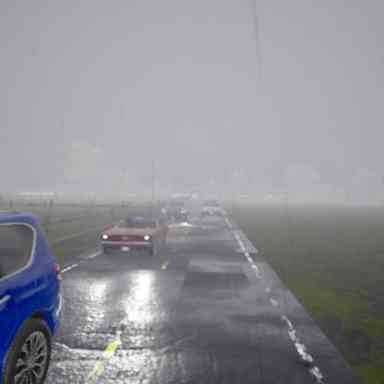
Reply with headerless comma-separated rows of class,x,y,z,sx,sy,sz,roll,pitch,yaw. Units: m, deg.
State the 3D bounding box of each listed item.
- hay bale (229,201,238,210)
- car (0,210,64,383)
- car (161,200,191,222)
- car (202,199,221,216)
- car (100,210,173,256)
hay bale,5.834,1.872,46.886,1.220,1.180,1.240,1,0,3
car,-2.779,1.202,1.993,2.150,2.045,5.566,1,0,3
car,-1.282,1.438,27.356,2.097,1.767,4.553,1,0,4
car,2.002,1.741,34.129,1.895,1.301,4.718,1,0,4
car,-2.121,1.630,13.473,1.895,1.301,4.718,1,0,4
